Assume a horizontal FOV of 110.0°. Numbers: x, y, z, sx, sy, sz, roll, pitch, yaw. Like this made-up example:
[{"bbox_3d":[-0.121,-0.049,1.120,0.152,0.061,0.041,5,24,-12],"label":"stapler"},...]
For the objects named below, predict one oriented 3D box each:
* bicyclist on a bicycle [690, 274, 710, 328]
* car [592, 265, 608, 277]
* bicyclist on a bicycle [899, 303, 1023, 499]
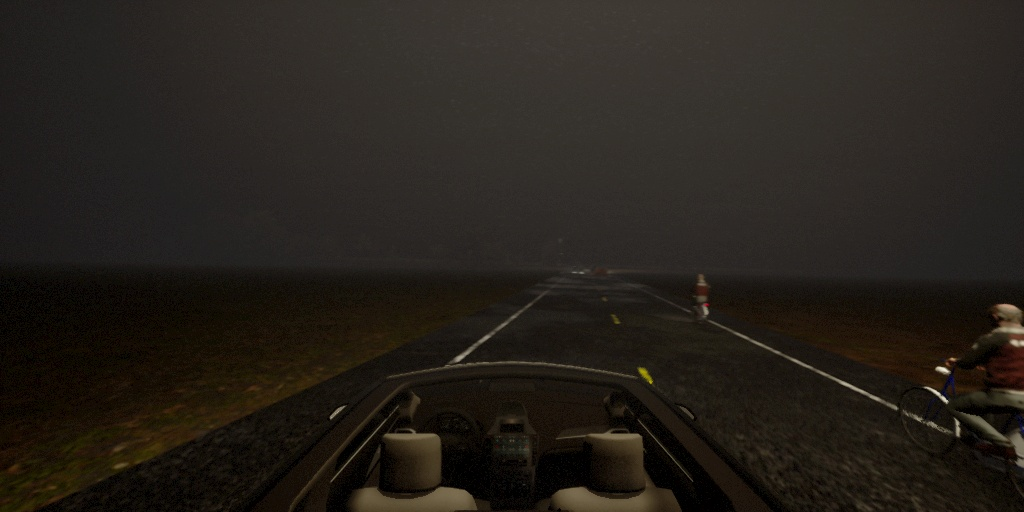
[{"bbox_3d":[6.388,1.503,12.314,0.659,1.776,1.843,2,0,11],"label":"bicyclist on a bicycle"},{"bbox_3d":[14.230,2.467,57.286,1.882,1.535,5.008,2,-1,11],"label":"car"},{"bbox_3d":[4.600,1.332,3.527,0.659,1.776,1.843,2,0,12],"label":"bicyclist on a bicycle"}]
